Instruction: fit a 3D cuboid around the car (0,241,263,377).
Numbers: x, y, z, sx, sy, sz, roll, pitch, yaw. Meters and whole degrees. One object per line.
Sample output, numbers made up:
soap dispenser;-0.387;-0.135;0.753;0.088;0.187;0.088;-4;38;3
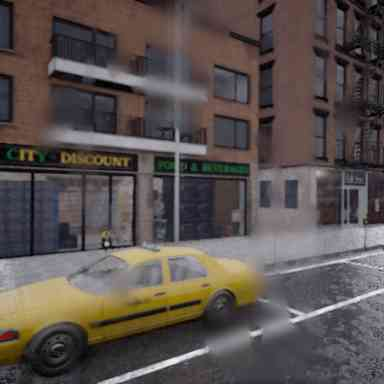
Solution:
car;-0.931;1.548;5.540;4.829;1.417;1.752;1;0;-36
